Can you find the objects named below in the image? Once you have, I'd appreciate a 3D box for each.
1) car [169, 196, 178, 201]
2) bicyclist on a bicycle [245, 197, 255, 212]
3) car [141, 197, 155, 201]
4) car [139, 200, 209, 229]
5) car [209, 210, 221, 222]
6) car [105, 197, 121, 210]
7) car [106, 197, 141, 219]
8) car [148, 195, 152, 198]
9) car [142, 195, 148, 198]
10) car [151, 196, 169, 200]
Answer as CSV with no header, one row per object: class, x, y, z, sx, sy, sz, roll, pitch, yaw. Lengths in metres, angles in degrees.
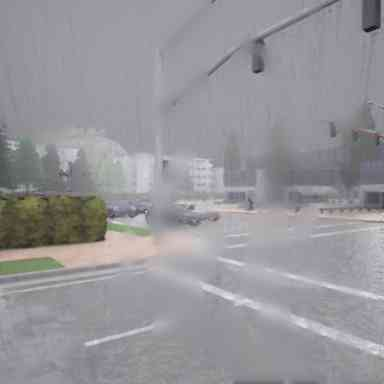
car,-4.477,1.585,68.948,2.128,1.511,4.902,0,0,17
bicyclist on a bicycle,6.331,1.357,36.472,1.656,1.620,0.582,0,0,-38
car,-5.584,1.580,33.699,2.033,1.411,5.357,0,0,-35
car,-1.319,1.530,22.127,1.837,1.490,4.892,0,0,-38
car,0.137,1.634,25.933,1.895,1.301,4.718,0,0,-37
car,-10.885,1.516,45.554,1.882,1.535,5.008,0,0,-16
car,-6.653,1.378,29.411,2.097,1.767,4.553,0,0,-34
car,-8.695,1.420,66.185,2.097,1.767,4.553,0,0,11
car,-9.037,1.602,55.903,2.033,1.411,5.357,0,0,-4
car,-5.593,1.590,59.033,1.812,1.442,4.674,0,0,-1
